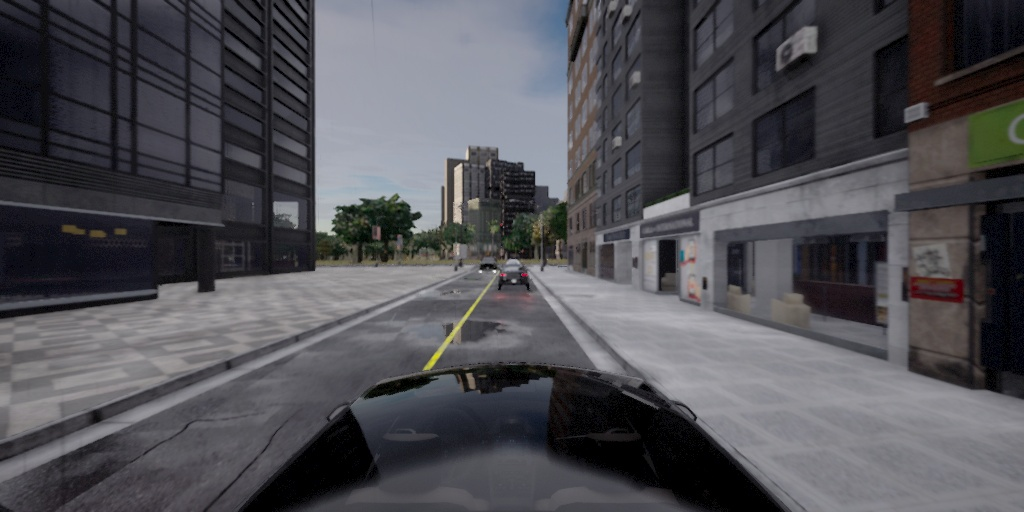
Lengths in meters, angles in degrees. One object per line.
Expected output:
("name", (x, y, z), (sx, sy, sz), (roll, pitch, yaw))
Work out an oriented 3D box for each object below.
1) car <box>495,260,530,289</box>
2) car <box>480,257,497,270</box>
("car", (0.110, 1.189, 22.000), (1.812, 1.442, 4.674), (0, 0, 0))
("car", (-2.974, 0.868, 46.271), (2.097, 1.767, 4.553), (0, 0, 0))
